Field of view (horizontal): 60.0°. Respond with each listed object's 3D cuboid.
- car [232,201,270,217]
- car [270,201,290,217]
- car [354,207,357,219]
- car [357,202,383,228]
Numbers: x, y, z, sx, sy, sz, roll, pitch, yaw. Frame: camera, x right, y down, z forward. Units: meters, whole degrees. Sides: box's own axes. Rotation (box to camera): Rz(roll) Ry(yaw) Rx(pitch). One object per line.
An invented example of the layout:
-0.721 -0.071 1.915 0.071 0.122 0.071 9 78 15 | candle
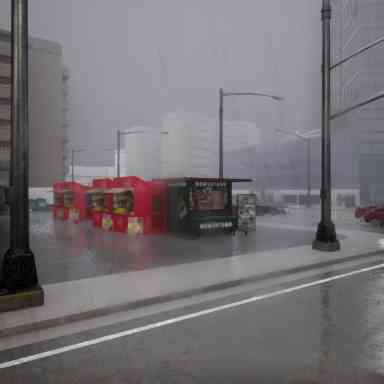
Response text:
5.032 1.753 32.202 1.994 1.385 4.181 0 -1 -36 | car
7.794 1.679 34.339 2.128 1.511 4.902 0 0 -37 | car
14.778 1.542 24.777 1.882 1.535 5.008 0 -1 -37 | car
13.289 1.573 20.802 1.812 1.442 4.674 0 0 -36 | car
